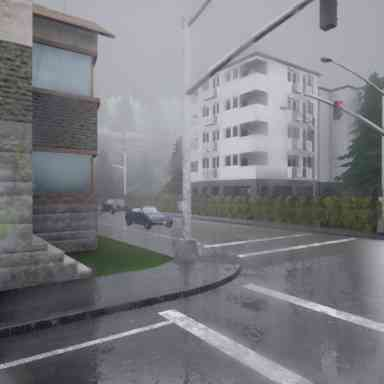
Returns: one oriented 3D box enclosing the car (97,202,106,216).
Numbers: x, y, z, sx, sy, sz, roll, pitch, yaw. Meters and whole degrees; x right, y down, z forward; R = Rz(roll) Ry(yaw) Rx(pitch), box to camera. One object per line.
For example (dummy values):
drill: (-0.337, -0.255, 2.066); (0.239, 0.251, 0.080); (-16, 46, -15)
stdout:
car: (-10.937, 1.527, 34.321); (2.097, 1.767, 4.553); (0, 0, -35)

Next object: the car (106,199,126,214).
car: (-8.777, 1.527, 37.599); (2.097, 1.767, 4.553); (0, 0, -35)

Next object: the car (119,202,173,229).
car: (-3.128, 1.701, 23.316); (1.812, 1.442, 4.674); (0, 0, -36)
